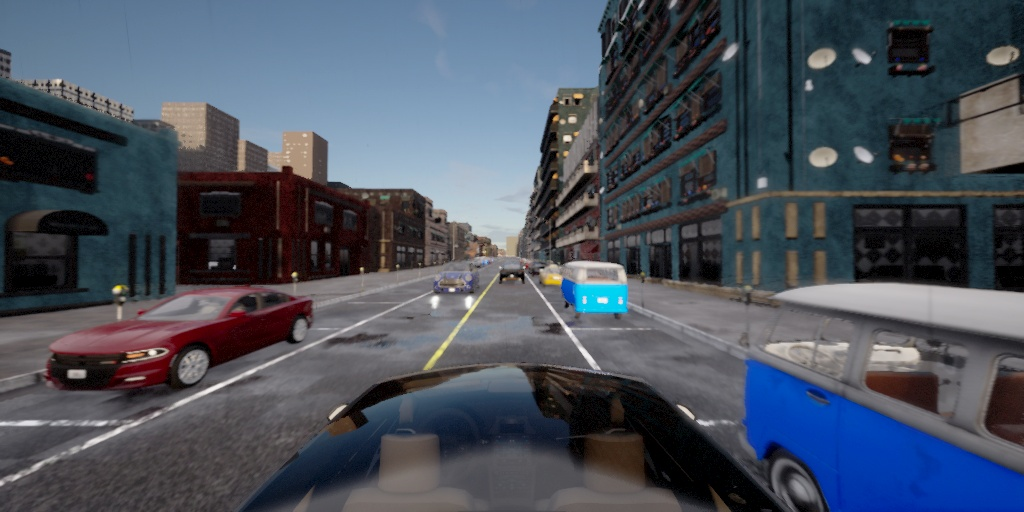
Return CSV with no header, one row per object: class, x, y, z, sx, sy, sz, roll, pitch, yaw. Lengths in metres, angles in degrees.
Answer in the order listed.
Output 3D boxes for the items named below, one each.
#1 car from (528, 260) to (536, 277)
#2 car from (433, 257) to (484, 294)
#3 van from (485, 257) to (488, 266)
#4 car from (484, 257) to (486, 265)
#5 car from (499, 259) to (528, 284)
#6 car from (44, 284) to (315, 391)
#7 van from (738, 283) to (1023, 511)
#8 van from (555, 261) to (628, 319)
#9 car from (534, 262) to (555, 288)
car,2.699,1.317,34.869,1.948,1.339,4.313,0,0,0
car,-3.001,1.104,20.225,2.097,1.767,4.553,0,0,0
van,-5.676,1.074,62.733,1.690,1.789,3.998,0,0,0
car,-5.677,1.304,57.152,1.948,1.339,4.313,0,0,0
car,0.029,1.231,27.488,1.882,1.535,5.008,0,0,0
car,-5.688,1.298,6.930,1.888,1.381,4.507,0,0,0
van,2.692,1.091,1.383,1.690,1.789,3.998,0,0,0
van,2.694,1.094,12.545,1.690,1.789,3.998,0,0,0
car,2.696,1.279,23.876,1.751,1.417,4.829,0,0,0
